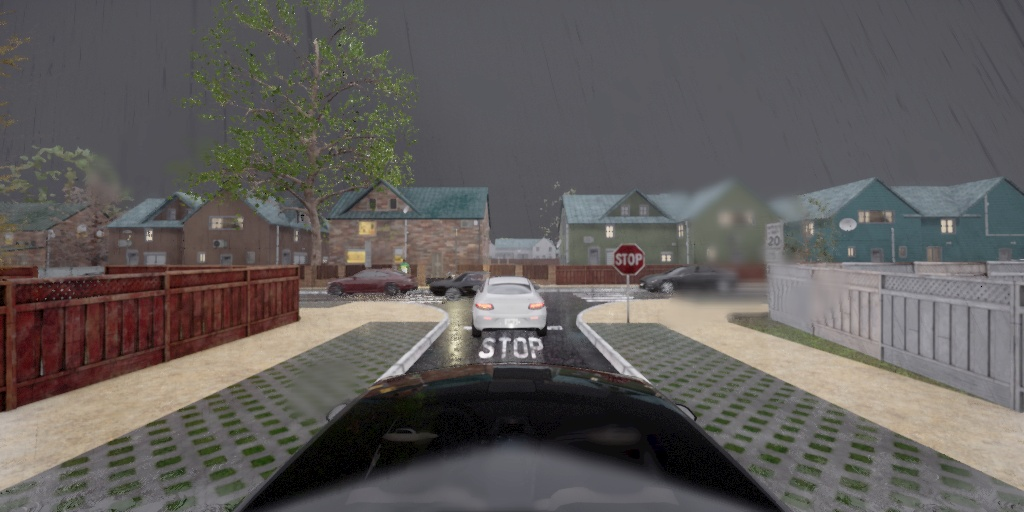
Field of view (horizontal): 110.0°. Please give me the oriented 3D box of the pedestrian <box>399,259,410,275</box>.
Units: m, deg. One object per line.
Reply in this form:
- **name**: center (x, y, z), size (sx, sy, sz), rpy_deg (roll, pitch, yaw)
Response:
- **pedestrian**: center (-6.687, 1.109, 22.259), size (0.375, 1.860, 0.375), rpy_deg (0, -1, 1)

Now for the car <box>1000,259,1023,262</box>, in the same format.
- **car**: center (26.616, 0.960, 18.864), size (4.553, 1.767, 2.097), rpy_deg (0, -1, 1)

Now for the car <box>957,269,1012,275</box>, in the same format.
- **car**: center (19.292, 1.154, 16.019), size (4.181, 1.385, 1.994), rpy_deg (0, -1, 1)

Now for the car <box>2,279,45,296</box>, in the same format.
- **car**: center (-28.258, 1.692, 19.646), size (4.181, 1.385, 1.994), rpy_deg (-1, -1, 1)

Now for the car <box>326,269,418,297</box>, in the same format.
- **car**: center (-7.499, 1.428, 19.352), size (4.674, 1.442, 1.812), rpy_deg (-1, -1, 1)

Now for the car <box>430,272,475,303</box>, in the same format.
- **car**: center (-1.190, 1.383, 16.305), size (4.718, 1.301, 1.895), rpy_deg (0, -1, 1)

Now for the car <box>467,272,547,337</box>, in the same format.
- **car**: center (-0.136, 1.276, 10.174), size (1.812, 1.442, 4.674), rpy_deg (0, 0, -3)

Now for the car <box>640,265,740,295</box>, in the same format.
- **car**: center (9.364, 1.251, 19.111), size (4.892, 1.490, 1.837), rpy_deg (-1, -1, 1)

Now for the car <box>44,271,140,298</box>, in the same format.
- **car**: center (-17.850, 1.443, 16.552), size (4.892, 1.490, 1.837), rpy_deg (-1, -1, 1)
